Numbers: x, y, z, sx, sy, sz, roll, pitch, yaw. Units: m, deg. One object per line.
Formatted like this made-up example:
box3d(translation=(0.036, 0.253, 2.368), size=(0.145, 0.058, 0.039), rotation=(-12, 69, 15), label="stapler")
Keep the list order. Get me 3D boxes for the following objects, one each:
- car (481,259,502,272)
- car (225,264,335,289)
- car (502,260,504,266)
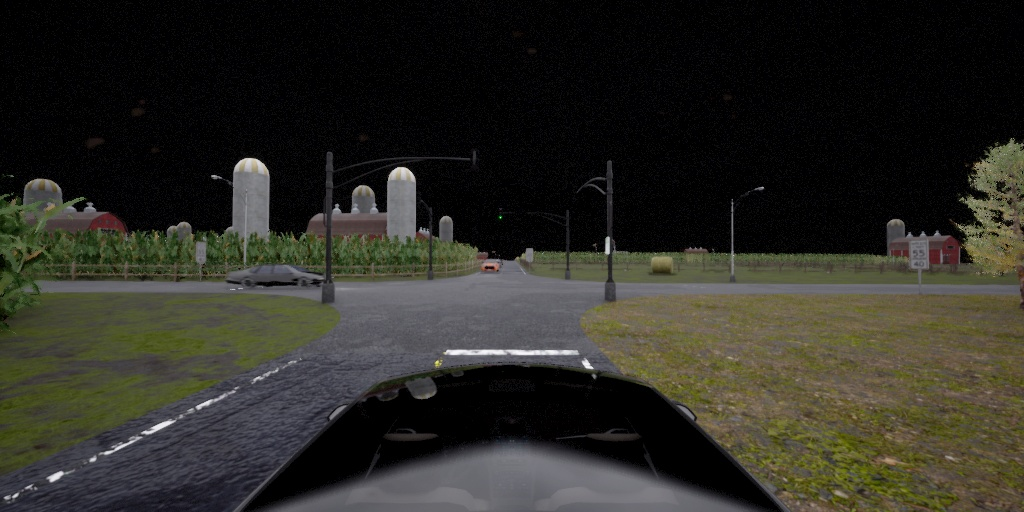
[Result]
box3d(translation=(-2.724, 1.146, 45.476), size=(2.097, 1.767, 4.553), rotation=(0, 0, 0), label="car")
box3d(translation=(-13.290, 1.170, 20.761), size=(5.357, 1.411, 2.033), rotation=(1, -1, -3), label="car")
box3d(translation=(-2.729, 1.315, 61.810), size=(2.128, 1.511, 4.902), rotation=(0, 0, 0), label="car")
